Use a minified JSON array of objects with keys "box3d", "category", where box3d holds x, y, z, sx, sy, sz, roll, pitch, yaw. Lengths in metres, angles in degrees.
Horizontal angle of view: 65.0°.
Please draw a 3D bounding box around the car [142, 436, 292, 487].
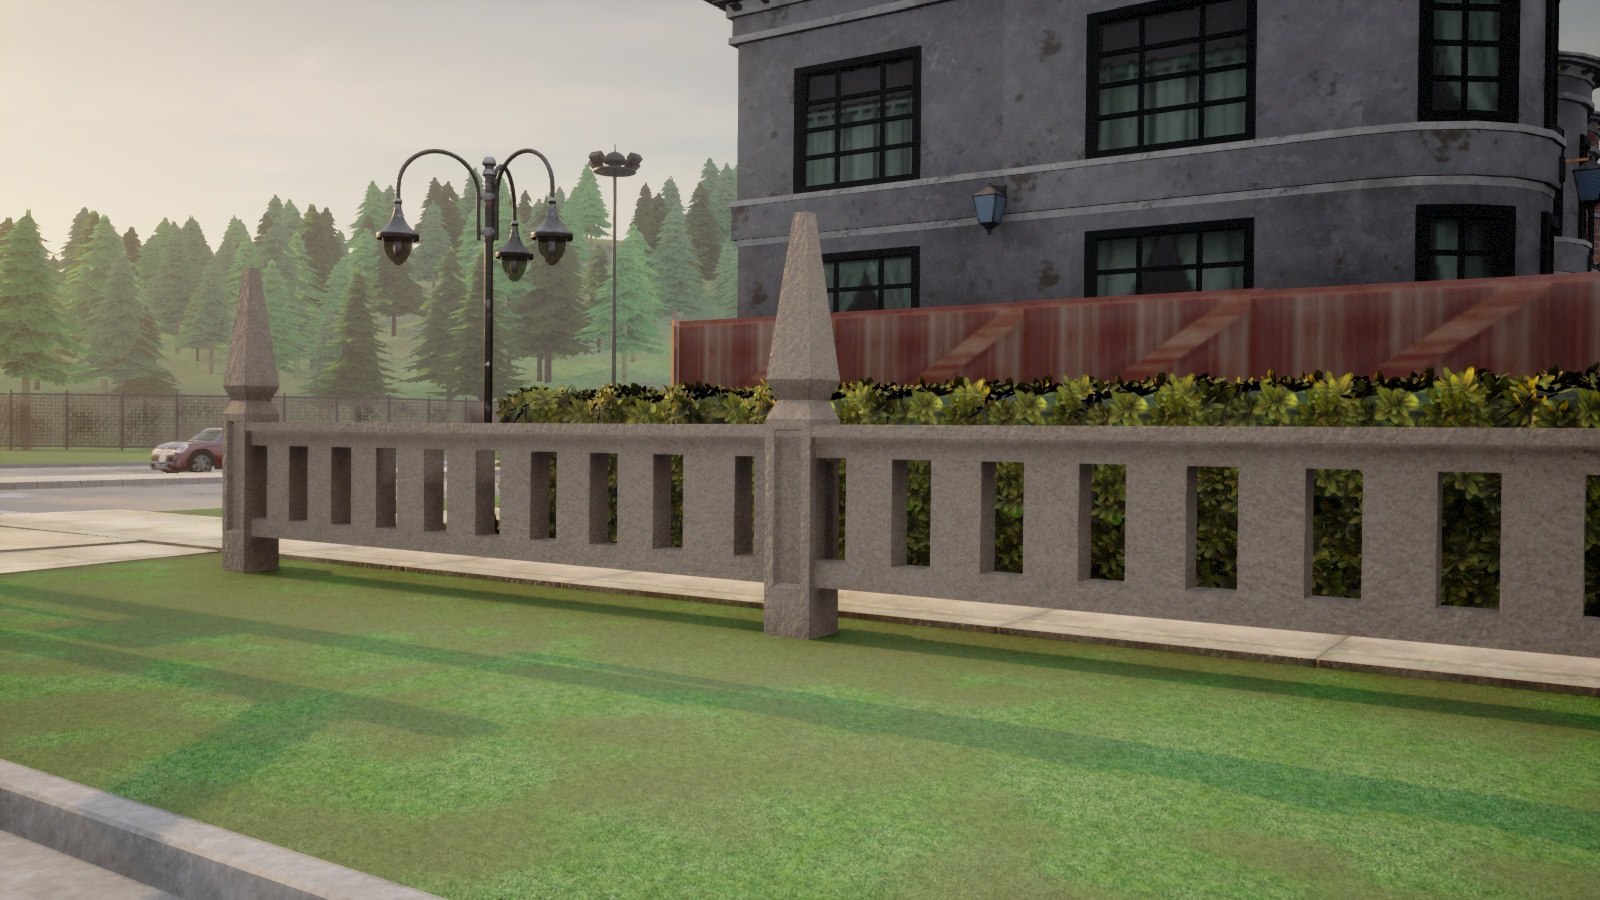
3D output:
[{"box3d":[-18.310,0.322,39.577,1.970,1.475,3.806,0,1,34],"category":"car"}]
